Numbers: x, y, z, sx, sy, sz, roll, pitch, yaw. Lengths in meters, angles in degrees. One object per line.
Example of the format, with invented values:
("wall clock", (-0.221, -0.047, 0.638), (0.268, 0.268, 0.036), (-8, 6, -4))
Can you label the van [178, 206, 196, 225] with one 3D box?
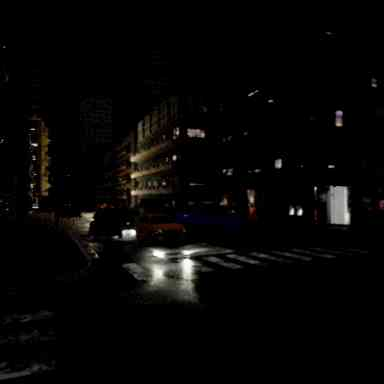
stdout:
("van", (-0.104, 2.117, 29.599), (1.690, 1.788, 3.998), (-1, -1, -23))

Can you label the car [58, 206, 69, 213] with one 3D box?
("car", (-30.053, 4.030, 77.675), (2.008, 1.369, 4.403), (-1, -1, -23))

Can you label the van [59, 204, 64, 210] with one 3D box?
("van", (-23.348, 3.321, 62.279), (1.690, 1.788, 3.998), (-1, -1, -23))

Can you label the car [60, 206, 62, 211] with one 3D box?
("car", (-21.117, 3.364, 57.136), (2.008, 1.369, 4.403), (-1, -1, -23))

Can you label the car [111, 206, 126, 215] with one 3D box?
("car", (-13.514, 3.304, 60.584), (1.752, 1.417, 4.829), (-1, -1, -23))

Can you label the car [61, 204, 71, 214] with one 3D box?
("car", (-18.896, 3.087, 52.000), (1.967, 1.590, 4.097), (-1, -1, -23))

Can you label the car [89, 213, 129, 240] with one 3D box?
("car", (-5.543, 2.232, 21.164), (1.802, 1.307, 4.206), (-1, -1, -23))

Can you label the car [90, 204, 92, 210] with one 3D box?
("car", (-26.801, 4.088, 91.265), (2.192, 1.841, 5.009), (-1, -1, -23))

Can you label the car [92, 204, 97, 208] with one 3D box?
("car", (-22.352, 3.754, 80.987), (2.192, 1.841, 5.009), (-1, -1, -23))

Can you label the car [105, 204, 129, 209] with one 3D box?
("car", (-10.899, 2.893, 47.929), (1.882, 1.535, 5.008), (0, -2, -23))

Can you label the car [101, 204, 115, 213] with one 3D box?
("car", (-17.902, 3.421, 70.710), (2.192, 1.841, 5.009), (-1, -1, -23))

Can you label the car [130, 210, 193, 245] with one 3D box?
("car", (-1.920, 2.021, 19.246), (1.882, 1.535, 5.008), (0, -2, -23))

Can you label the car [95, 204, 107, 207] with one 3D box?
("car", (-15.082, 3.272, 57.460), (2.033, 1.411, 5.357), (0, -2, -23))

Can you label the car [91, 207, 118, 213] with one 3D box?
("car", (-9.985, 2.747, 37.910), (1.895, 1.301, 4.718), (0, -2, -23))

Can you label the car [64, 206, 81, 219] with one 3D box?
("car", (-16.667, 3.063, 46.859), (1.802, 1.307, 4.206), (-1, -1, -23))

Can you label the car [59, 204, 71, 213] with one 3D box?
("car", (-27.819, 3.628, 72.548), (2.192, 1.841, 5.009), (-1, -1, -23))

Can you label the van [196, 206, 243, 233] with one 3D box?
("van", (2.121, 1.951, 24.460), (1.690, 1.788, 3.998), (-1, -1, -23))

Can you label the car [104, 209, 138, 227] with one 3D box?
("car", (-5.914, 2.405, 28.472), (1.994, 1.385, 4.181), (0, -2, -24))
